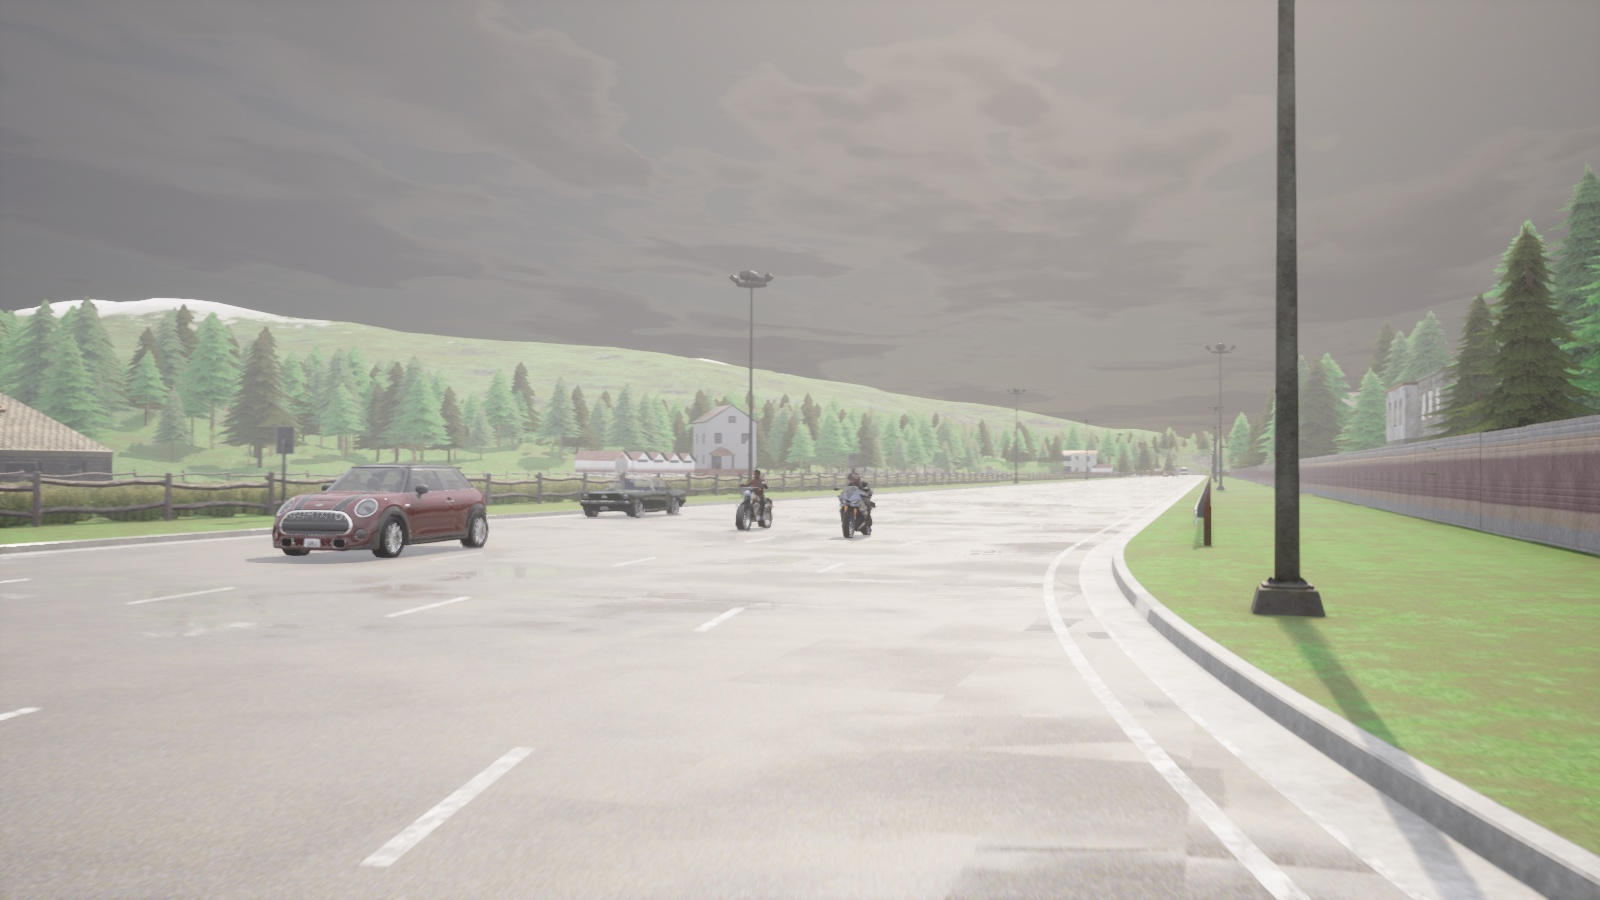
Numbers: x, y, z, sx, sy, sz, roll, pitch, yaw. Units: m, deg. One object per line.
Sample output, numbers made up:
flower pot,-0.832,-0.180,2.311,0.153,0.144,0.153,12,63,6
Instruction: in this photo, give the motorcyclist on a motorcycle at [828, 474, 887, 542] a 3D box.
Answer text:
motorcyclist on a motorcycle,1.386,1.345,29.836,0.866,1.530,2.191,0,-1,18

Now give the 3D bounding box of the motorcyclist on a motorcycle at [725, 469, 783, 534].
motorcyclist on a motorcycle,-1.185,1.326,33.258,0.766,1.649,2.350,-1,-1,18

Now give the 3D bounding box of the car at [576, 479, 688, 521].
car,-5.572,1.642,42.313,1.895,1.301,4.718,-1,-1,18

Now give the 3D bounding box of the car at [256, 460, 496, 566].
car,-7.710,1.091,23.409,2.097,1.767,4.553,0,-1,14
